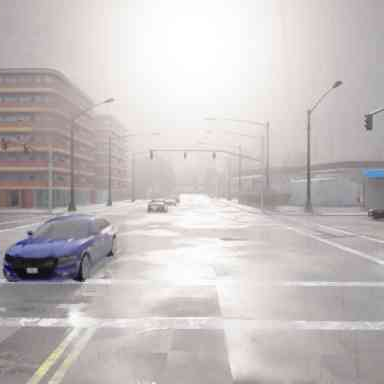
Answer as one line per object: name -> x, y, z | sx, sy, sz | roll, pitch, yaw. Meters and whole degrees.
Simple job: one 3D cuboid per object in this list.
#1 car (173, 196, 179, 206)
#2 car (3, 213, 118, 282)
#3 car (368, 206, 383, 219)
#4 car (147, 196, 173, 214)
car -> -3.538, 1.525, 53.403 | 1.812, 1.442, 4.674 | 0, 0, 0
car -> -3.579, 1.461, 9.945 | 1.882, 1.535, 5.008 | 0, 1, 0
car -> 16.630, 1.505, 26.469 | 4.892, 1.490, 1.837 | 0, 0, 0
car -> -3.713, 1.491, 36.235 | 2.128, 1.511, 4.902 | 0, 0, 2
